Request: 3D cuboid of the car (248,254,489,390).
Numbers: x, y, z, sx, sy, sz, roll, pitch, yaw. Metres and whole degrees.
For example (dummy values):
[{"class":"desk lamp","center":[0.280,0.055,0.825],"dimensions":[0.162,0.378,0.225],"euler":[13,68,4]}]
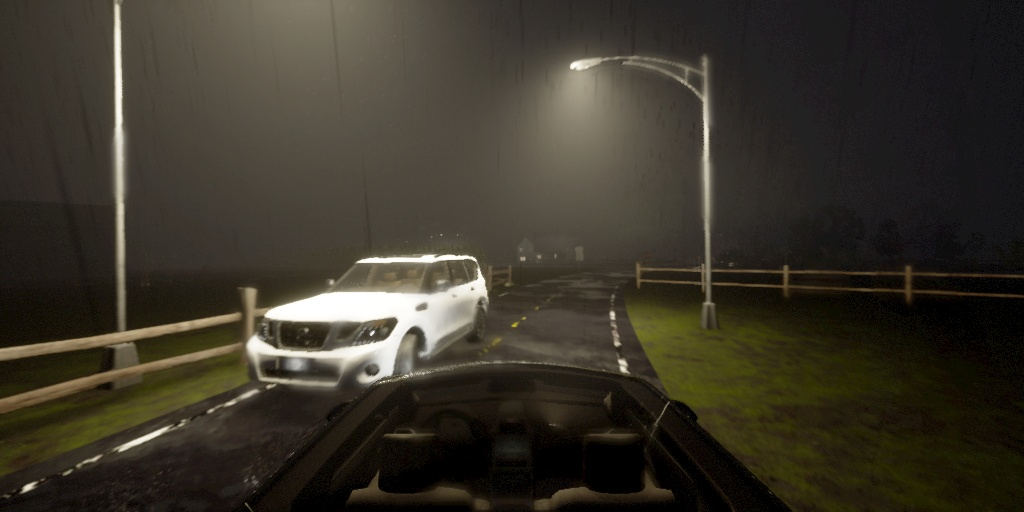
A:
[{"class":"car","center":[-2.082,0.981,7.136],"dimensions":[2.150,2.045,5.566],"euler":[-1,0,12]}]
